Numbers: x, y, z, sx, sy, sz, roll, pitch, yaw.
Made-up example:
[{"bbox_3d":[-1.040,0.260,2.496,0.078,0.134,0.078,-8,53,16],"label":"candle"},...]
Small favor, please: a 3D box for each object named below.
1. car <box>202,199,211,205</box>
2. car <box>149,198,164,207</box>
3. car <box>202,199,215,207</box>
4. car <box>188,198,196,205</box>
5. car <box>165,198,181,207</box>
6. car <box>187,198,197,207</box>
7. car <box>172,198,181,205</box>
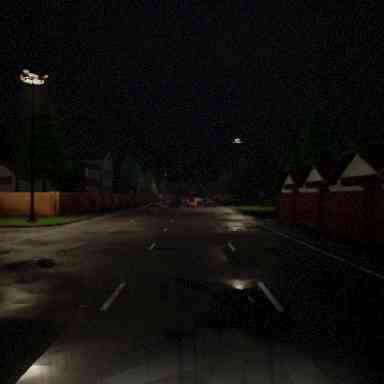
[{"bbox_3d":[3.447,2.255,78.454,1.994,1.385,4.181,0,-1,0],"label":"car"},{"bbox_3d":[-7.030,2.302,64.332,1.895,1.301,4.718,0,-1,0],"label":"car"},{"bbox_3d":[3.470,2.302,64.347,1.895,1.301,4.718,0,-1,0],"label":"car"},{"bbox_3d":[-0.053,2.203,78.453,1.837,1.490,4.892,0,-1,0],"label":"car"},{"bbox_3d":[-3.527,2.268,64.590,1.994,1.385,4.181,0,-1,0],"label":"car"},{"bbox_3d":[-0.021,2.189,65.330,1.882,1.535,5.008,0,0,0],"label":"car"},{"bbox_3d":[-3.553,2.203,78.450,1.837,1.490,4.892,0,-1,0],"label":"car"}]
